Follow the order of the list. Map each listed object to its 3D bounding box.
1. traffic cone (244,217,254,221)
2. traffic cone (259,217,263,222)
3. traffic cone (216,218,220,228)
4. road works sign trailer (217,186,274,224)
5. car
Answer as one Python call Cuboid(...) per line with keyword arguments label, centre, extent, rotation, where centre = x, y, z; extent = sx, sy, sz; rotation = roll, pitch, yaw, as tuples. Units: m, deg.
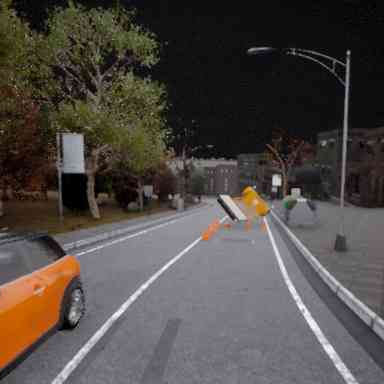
Cuboid(label="traffic cone", centre=(3.689, 2.070, 21.530), extent=(0.340, 0.580, 0.340), rotation=(1, 1, 7))
Cuboid(label="traffic cone", centre=(4.678, 2.088, 21.506), extent=(0.340, 0.580, 0.340), rotation=(1, 0, 20))
Cuboid(label="traffic cone", centre=(1.363, 2.031, 19.977), extent=(0.340, 0.580, 0.340), rotation=(1, 0, 11))
Cuboid(label="road works sign trailer", centre=(3.305, 1.249, 23.172), extent=(3.560, 2.880, 2.380), rotation=(4, 41, -51))
Cuboid(label="car", centre=(-3.044, 1.356, 3.925), extent=(2.097, 1.767, 4.553), rotation=(0, 0, 4))
